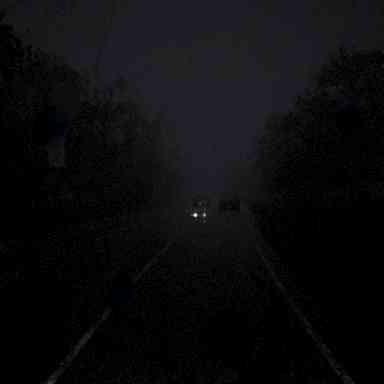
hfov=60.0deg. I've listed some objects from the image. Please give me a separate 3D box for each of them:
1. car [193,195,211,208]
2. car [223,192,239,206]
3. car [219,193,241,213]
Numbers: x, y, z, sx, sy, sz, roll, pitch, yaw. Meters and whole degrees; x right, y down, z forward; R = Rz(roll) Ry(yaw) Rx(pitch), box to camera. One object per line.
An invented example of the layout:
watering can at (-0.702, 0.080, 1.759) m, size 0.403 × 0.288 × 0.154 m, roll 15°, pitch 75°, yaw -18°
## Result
car at (1.226, 1.077, 40.569) m, size 2.128 × 1.511 × 4.902 m, roll 0°, pitch 1°, yaw 7°
car at (5.254, 0.857, 45.410) m, size 2.097 × 1.767 × 4.553 m, roll 0°, pitch 1°, yaw 6°
car at (3.621, 1.128, 31.982) m, size 1.882 × 1.535 × 5.008 m, roll 0°, pitch 0°, yaw 8°
